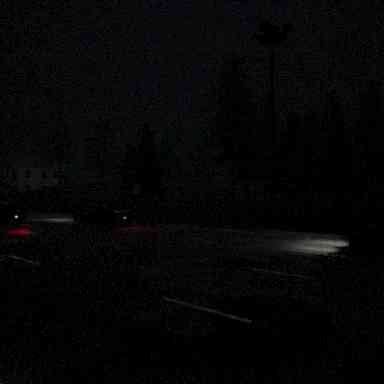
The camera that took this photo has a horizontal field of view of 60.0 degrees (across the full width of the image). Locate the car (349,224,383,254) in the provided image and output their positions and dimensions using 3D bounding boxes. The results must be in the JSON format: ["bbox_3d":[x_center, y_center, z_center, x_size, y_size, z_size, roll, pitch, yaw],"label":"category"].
[{"bbox_3d":[7.993,1.471,11.440,4.674,1.442,1.812,0,0,39],"label":"car"}]

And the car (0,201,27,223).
[{"bbox_3d":[-14.069,1.468,24.638,4.892,1.490,1.837,0,0,39],"label":"car"}]

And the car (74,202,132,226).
[{"bbox_3d":[-6.194,1.440,22.809,4.902,1.511,2.128,0,0,39],"label":"car"}]
